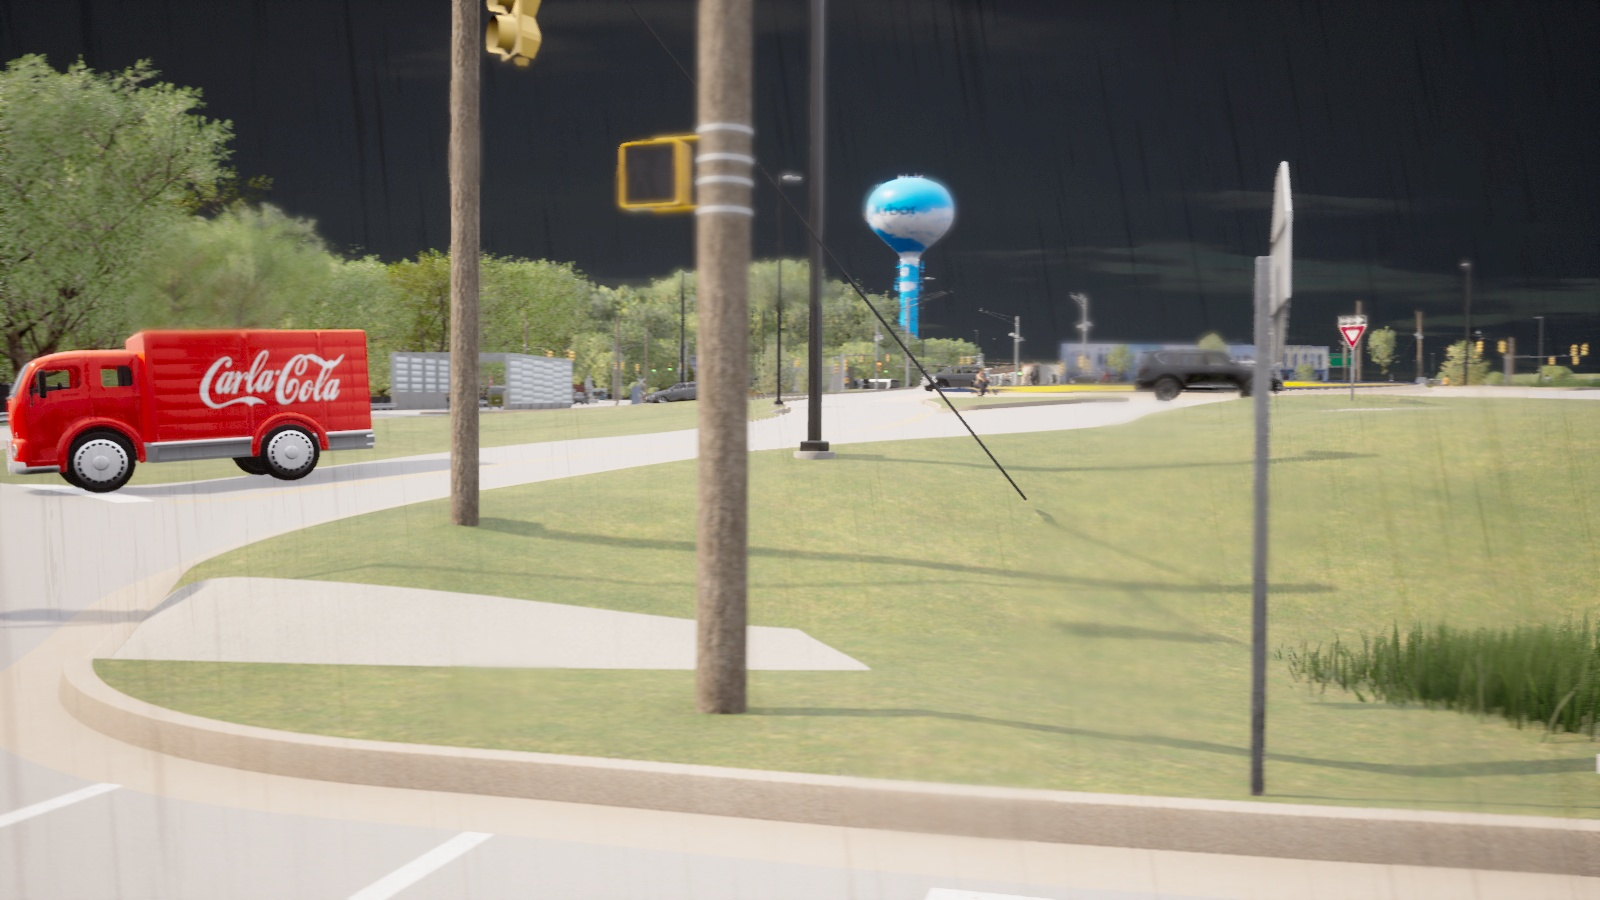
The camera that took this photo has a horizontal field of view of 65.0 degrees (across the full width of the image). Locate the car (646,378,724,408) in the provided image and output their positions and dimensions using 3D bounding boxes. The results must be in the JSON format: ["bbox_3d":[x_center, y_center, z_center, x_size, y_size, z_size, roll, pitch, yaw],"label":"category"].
[{"bbox_3d":[-7.659,-3.794,83.443,4.902,1.511,2.128,-5,2,-10],"label":"car"}]

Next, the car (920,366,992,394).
[{"bbox_3d":[10.817,-4.887,87.257,4.605,1.855,1.932,-2,2,-24],"label":"car"}]

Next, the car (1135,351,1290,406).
[{"bbox_3d":[16.036,-2.798,49.160,5.566,2.045,2.150,1,1,13],"label":"car"}]

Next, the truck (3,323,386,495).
[{"bbox_3d":[-9.890,-0.765,20.670,5.204,2.467,2.627,-4,4,-35],"label":"truck"}]
